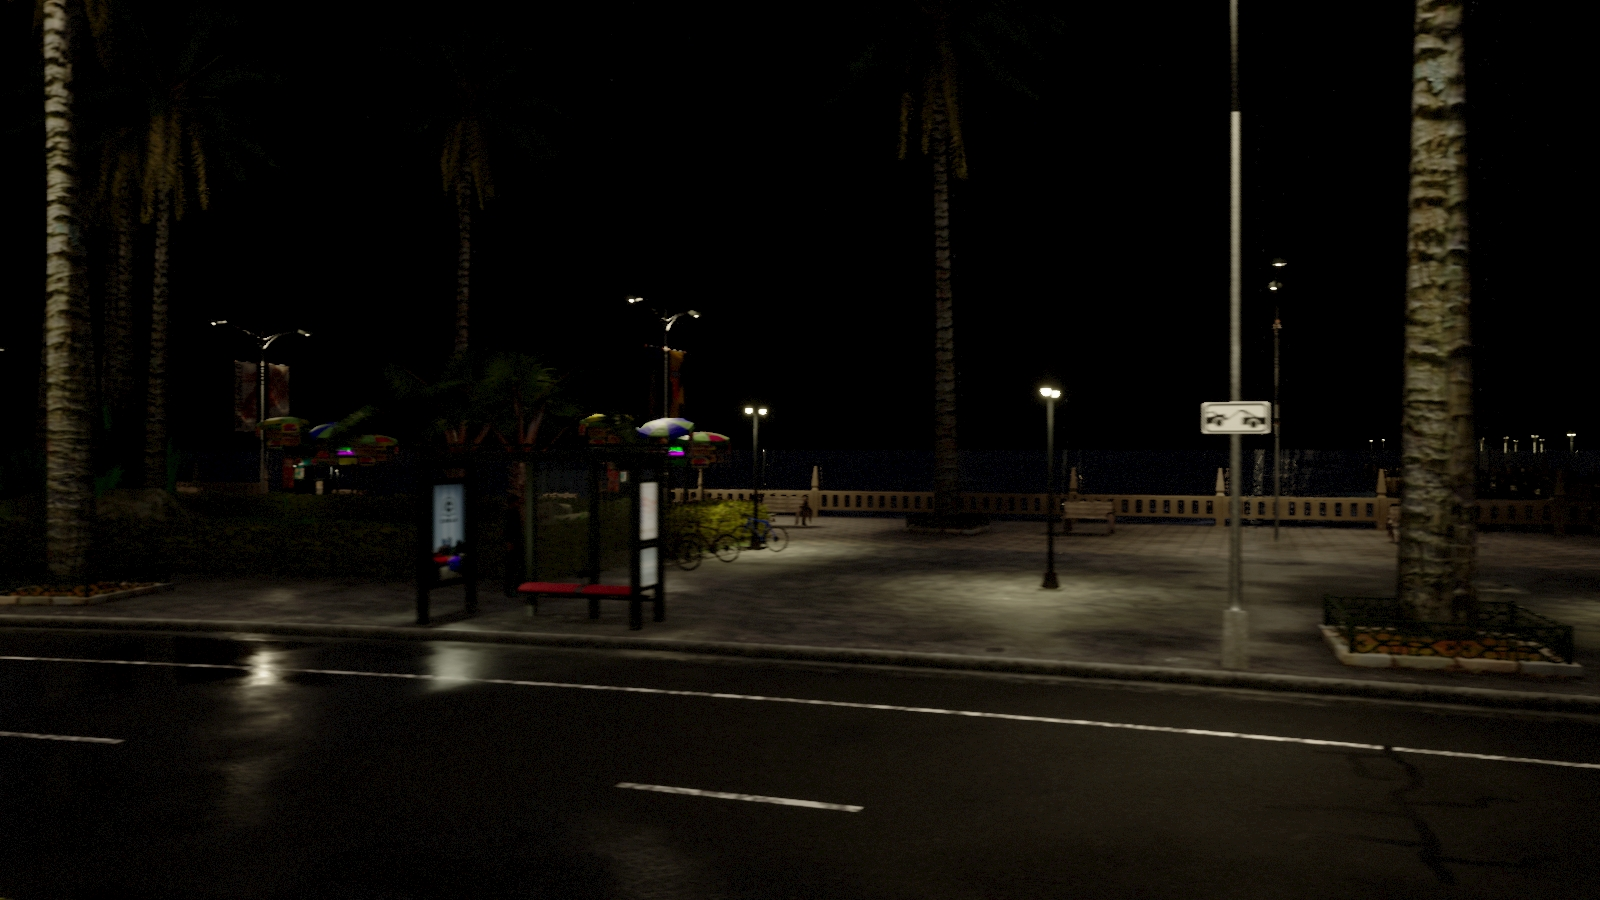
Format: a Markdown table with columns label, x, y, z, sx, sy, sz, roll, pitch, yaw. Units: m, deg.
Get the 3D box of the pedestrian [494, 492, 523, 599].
| label | x | y | z | sx | sy | sz | roll | pitch | yaw |
| --- | --- | --- | --- | --- | --- | --- | --- | --- | --- |
| pedestrian | -5.204 | 1.696 | 20.418 | 0.375 | 1.860 | 0.375 | 0 | 0 | 15 |
